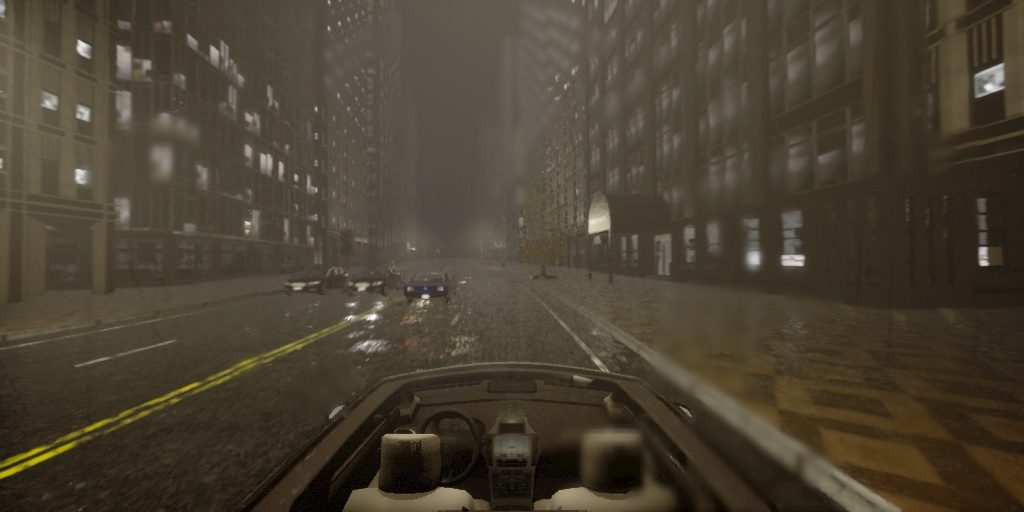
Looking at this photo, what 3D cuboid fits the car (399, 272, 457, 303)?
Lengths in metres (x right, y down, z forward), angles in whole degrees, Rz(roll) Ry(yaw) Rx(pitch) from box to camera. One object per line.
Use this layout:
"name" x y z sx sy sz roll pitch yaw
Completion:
"car" -3.660 1.384 16.888 1.895 1.301 4.718 0 0 -4

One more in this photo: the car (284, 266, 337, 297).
"car" -10.560 1.321 19.803 2.128 1.511 4.902 0 0 -4

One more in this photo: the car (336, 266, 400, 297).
"car" -7.271 1.299 19.391 2.128 1.511 4.902 0 0 -4
